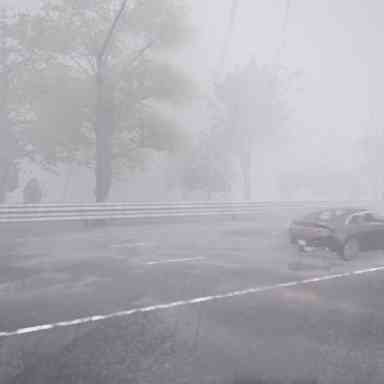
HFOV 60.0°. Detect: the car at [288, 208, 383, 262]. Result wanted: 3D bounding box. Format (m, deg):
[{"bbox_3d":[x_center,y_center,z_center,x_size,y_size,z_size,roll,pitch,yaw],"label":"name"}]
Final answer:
[{"bbox_3d":[5.443,1.298,11.110,4.902,1.511,2.128,0,0,-28],"label":"car"}]
